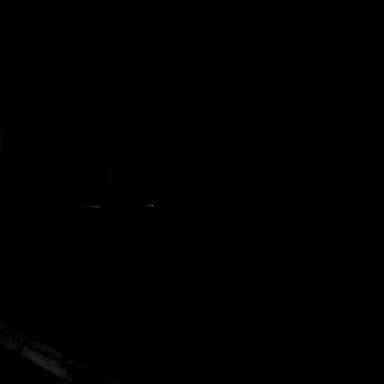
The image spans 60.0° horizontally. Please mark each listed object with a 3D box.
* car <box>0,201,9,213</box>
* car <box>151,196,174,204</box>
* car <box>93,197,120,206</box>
[{"bbox_3d":[-21.813,1.560,35.618,1.994,1.385,4.181,0,0,39],"label":"car"},{"bbox_3d":[-5.358,1.357,56.032,2.033,1.411,5.357,0,1,39],"label":"car"},{"bbox_3d":[-13.258,1.481,51.824,1.994,1.385,4.181,0,1,39],"label":"car"}]
